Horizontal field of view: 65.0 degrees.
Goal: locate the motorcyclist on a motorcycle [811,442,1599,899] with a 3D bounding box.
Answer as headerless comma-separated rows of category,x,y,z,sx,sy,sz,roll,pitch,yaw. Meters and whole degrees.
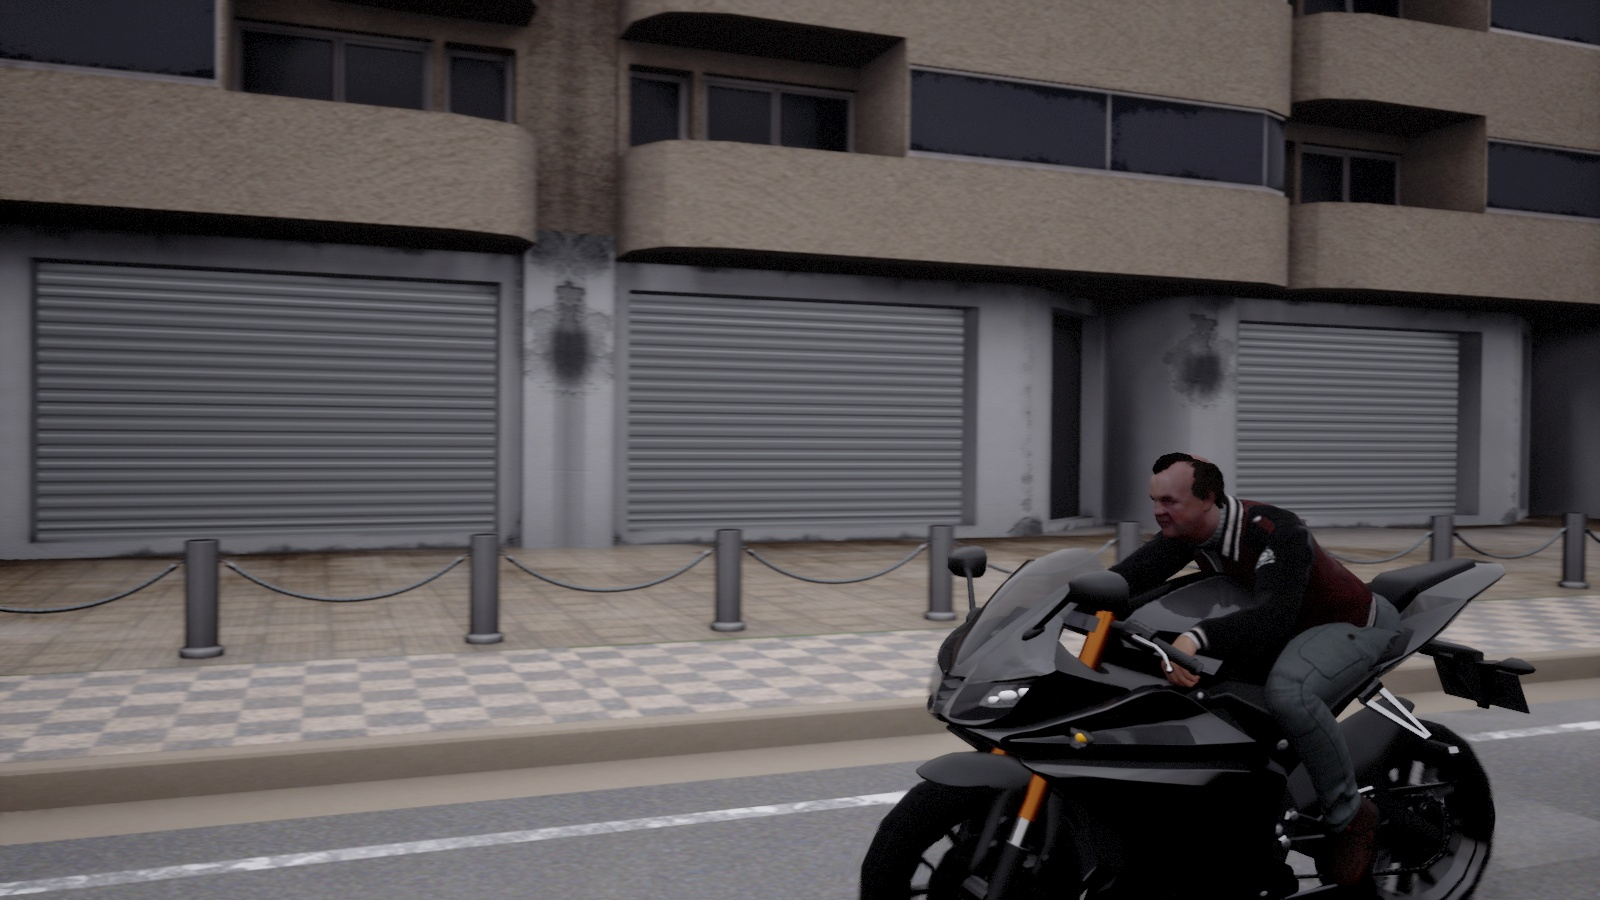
motorcyclist on a motorcycle,1.218,0.760,3.702,2.191,1.530,0.866,-1,1,-21
